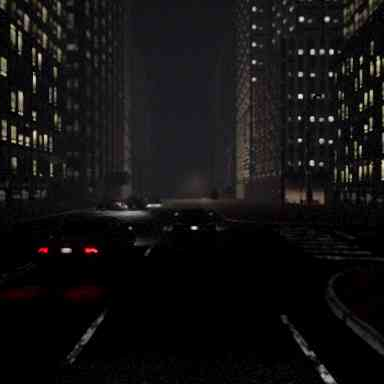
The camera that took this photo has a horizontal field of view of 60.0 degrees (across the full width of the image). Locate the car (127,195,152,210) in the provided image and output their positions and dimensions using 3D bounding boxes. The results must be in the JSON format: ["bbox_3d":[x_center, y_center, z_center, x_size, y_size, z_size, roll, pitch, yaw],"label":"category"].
[{"bbox_3d":[-6.580,1.382,40.320,2.128,1.511,4.902,0,0,0],"label":"car"}]

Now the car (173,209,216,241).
[{"bbox_3d":[0.100,1.516,16.339,1.994,1.385,4.181,0,0,0],"label":"car"}]

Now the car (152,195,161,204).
[{"bbox_3d":[-6.520,1.343,58.865,2.128,1.511,4.902,0,0,1],"label":"car"}]

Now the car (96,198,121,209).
[{"bbox_3d":[-9.834,1.439,39.780,2.033,1.411,5.357,0,0,0],"label":"car"}]

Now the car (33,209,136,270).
[{"bbox_3d":[-3.160,1.515,10.898,2.033,1.411,5.357,0,0,0],"label":"car"}]

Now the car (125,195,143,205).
[{"bbox_3d":[-9.790,1.347,56.477,2.128,1.511,4.902,0,0,1],"label":"car"}]
